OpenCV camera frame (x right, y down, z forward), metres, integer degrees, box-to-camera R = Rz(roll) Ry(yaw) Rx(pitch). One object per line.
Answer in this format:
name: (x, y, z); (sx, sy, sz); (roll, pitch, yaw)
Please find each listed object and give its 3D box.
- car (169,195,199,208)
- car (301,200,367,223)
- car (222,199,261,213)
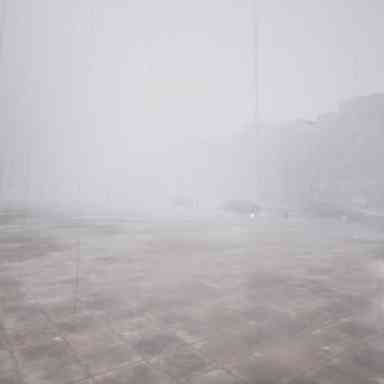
car: (-1.007, 1.189, 41.755); (2.128, 1.511, 4.902); (-2, 2, -35)
car: (10.646, 1.426, 25.251); (1.837, 1.490, 4.892); (-2, 2, -35)
car: (4.906, 1.376, 33.372); (1.994, 1.385, 4.181); (-2, 2, -36)
